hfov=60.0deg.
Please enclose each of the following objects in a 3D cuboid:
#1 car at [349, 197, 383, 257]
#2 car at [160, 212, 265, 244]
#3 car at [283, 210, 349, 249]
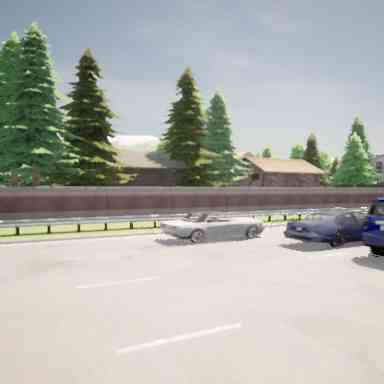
[{"bbox_3d":[8.191,1.172,11.200,5.566,2.045,2.150,0,0,-27],"label":"car"},{"bbox_3d":[1.035,1.554,15.416,4.718,1.301,1.895,0,0,-27],"label":"car"},{"bbox_3d":[6.447,1.493,14.246,5.357,1.411,2.033,0,0,-27],"label":"car"}]
